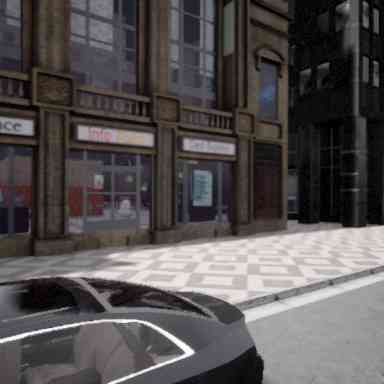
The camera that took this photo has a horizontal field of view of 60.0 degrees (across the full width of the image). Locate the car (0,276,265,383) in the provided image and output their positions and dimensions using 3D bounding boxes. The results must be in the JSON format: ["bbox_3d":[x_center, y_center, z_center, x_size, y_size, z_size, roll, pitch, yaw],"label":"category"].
[{"bbox_3d":[-1.624,1.504,2.223,4.892,1.490,1.837,0,0,-36],"label":"car"}]
